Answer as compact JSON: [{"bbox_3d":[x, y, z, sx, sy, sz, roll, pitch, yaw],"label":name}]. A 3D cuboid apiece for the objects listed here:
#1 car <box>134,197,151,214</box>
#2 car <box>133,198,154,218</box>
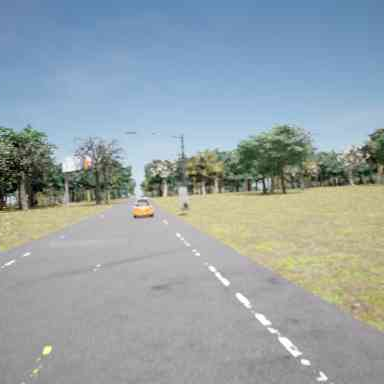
[{"bbox_3d":[-6.997,1.838,47.317,2.150,2.045,5.566,-3,0,-9],"label":"car"},{"bbox_3d":[-5.432,1.868,37.173,2.097,1.767,4.553,-3,0,-9],"label":"car"}]
